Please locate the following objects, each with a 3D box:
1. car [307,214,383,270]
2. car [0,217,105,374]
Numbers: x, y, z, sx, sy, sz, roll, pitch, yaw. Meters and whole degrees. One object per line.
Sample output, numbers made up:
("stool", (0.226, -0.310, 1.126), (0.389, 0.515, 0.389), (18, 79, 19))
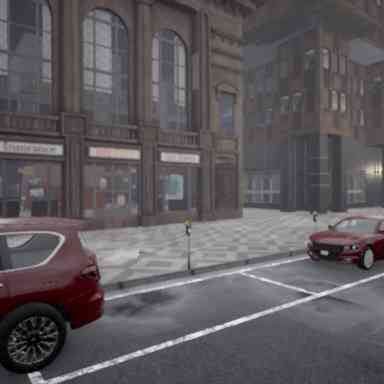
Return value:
("car", (5.523, 1.425, 10.588), (4.507, 1.381, 1.887), (-1, 1, -36))
("car", (-3.597, 1.323, 4.078), (5.009, 1.841, 2.192), (-1, 1, -36))
